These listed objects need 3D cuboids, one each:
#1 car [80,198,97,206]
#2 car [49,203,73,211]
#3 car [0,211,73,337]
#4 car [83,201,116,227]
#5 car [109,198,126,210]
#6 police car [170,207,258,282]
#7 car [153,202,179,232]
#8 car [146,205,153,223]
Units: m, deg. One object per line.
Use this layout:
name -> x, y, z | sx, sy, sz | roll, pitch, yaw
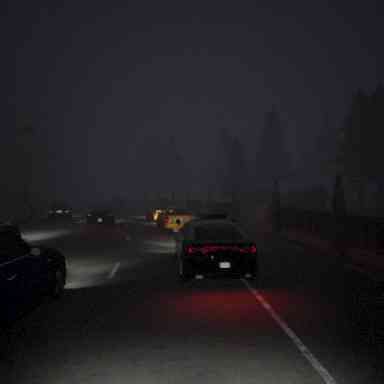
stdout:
car -> -18.861, 1.819, 60.531 | 1.882, 1.535, 5.008 | 0, 0, -37
car -> -11.874, 1.719, 30.190 | 2.033, 1.411, 5.357 | 0, 0, -18
car -> -3.779, 1.385, 5.605 | 2.097, 1.767, 4.553 | 0, 0, -3
car -> -6.582, 1.661, 24.019 | 1.812, 1.442, 4.674 | 0, 0, -13
car -> -10.828, 1.615, 46.712 | 2.097, 1.767, 4.553 | 0, 0, -27
police car -> 0.493, 1.482, 10.182 | 1.930, 1.638, 5.238 | 0, 0, -6
car -> -1.186, 1.574, 21.098 | 1.801, 1.575, 5.366 | 0, 0, -11
car -> -2.700, 1.609, 27.501 | 1.801, 1.575, 5.366 | 0, 0, -15
